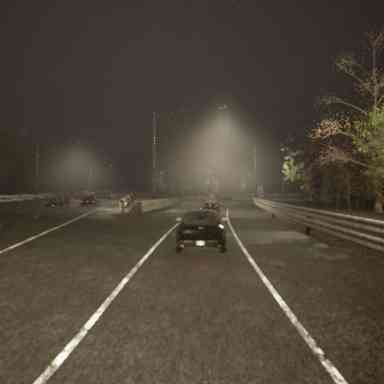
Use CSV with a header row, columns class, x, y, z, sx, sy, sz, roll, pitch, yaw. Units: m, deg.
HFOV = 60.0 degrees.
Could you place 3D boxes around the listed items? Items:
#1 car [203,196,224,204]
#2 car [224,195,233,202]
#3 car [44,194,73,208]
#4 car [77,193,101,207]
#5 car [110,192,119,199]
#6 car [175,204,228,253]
class,x,y,z,sx,sy,sz,roll,pitch,yaw
car,2.158,1.433,36.434,2.033,1.411,5.357,0,0,7
car,7.223,1.250,67.163,1.882,1.535,5.008,0,0,13
car,-15.910,1.226,39.531,1.895,1.301,4.718,0,0,-8
car,-12.691,1.159,41.718,2.033,1.411,5.357,0,0,-8
car,-17.785,0.834,76.527,2.128,1.511,4.902,0,0,-8
car,0.385,1.453,13.505,1.837,1.490,4.892,0,0,2
